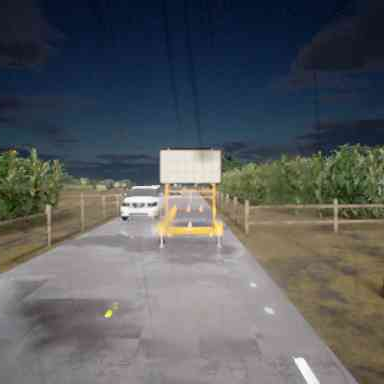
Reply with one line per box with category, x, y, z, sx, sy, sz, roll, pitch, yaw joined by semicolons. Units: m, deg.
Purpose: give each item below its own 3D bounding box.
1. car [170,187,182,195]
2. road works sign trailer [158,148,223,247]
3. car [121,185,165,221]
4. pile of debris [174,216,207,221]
car;-3.058;-0.182;63.605;1.837;1.490;4.892;0;2;0
road works sign trailer;-0.056;0.090;12.895;2.380;3.560;2.880;0;2;0
car;-2.944;0.621;20.930;2.150;2.045;5.566;0;2;0
pile of debris;-0.088;1.593;19.942;1.860;0.140;1.500;0;2;0
